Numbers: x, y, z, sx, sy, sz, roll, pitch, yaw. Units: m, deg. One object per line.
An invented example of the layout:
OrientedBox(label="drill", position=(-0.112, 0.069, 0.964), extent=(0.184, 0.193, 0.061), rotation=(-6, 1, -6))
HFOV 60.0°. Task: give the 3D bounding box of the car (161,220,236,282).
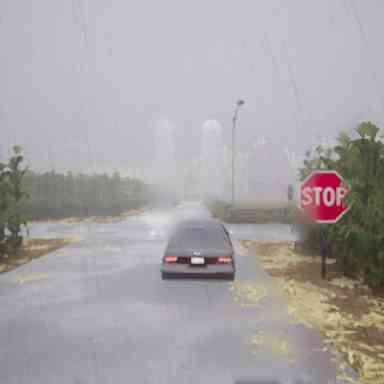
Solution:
OrientedBox(label="car", position=(0.273, 1.527, 9.797), extent=(2.033, 1.411, 5.357), rotation=(0, 1, 3))

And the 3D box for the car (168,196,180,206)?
OrientedBox(label="car", position=(-3.077, 1.518, 57.699), extent=(1.812, 1.442, 4.674), rotation=(0, 1, 1))

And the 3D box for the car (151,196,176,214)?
OrientedBox(label="car", position=(-3.148, 1.445, 34.693), extent=(2.128, 1.511, 4.902), rotation=(0, 0, 0))

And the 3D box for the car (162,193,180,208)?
OrientedBox(label="car", position=(-3.130, 1.212, 45.394), extent=(2.150, 2.045, 5.566), rotation=(0, 0, 0))
